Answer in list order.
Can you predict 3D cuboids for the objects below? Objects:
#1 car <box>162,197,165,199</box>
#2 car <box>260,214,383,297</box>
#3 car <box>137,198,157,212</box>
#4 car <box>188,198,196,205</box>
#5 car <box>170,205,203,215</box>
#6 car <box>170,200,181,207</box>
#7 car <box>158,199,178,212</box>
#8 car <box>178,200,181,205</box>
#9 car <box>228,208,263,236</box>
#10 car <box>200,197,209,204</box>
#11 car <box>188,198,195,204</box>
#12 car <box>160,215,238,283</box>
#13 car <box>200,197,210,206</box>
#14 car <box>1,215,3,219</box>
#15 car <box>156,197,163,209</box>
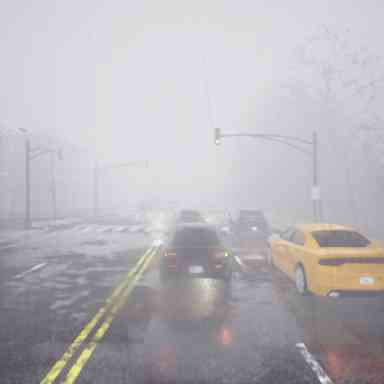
[{"bbox_3d":[-6.542,1.997,68.826,2.150,2.045,5.566,0,-1,0],"label":"car"},{"bbox_3d":[3.347,1.579,8.847,1.882,1.535,5.008,0,-1,0],"label":"car"},{"bbox_3d":[-6.616,2.017,47.823,1.882,1.535,5.008,0,-1,0],"label":"car"},{"bbox_3d":[-0.049,2.454,77.391,1.895,1.301,4.718,0,-1,0],"label":"car"},{"bbox_3d":[-0.222,1.765,21.040,1.812,1.442,4.674,0,-1,-5],"label":"car"},{"bbox_3d":[-3.291,2.357,67.356,1.895,1.301,4.718,0,-1,0],"label":"car"},{"bbox_3d":[-3.366,2.058,47.148,1.812,1.442,4.674,0,-1,0],"label":"car"},{"bbox_3d":[-3.365,2.169,57.197,1.812,1.442,4.674,0,-1,1],"label":"car"},{"bbox_3d":[3.339,1.734,20.181,1.837,1.490,4.892,0,-1,0],"label":"car"},{"bbox_3d":[3.196,2.162,87.339,2.097,1.767,4.553,0,-1,0],"label":"car"},{"bbox_3d":[-0.054,2.286,87.365,1.882,1.535,5.008,0,-1,0],"label":"car"},{"bbox_3d":[0.094,1.639,9.927,1.812,1.442,4.674,0,-1,0],"label":"car"},{"bbox_3d":[3.201,2.393,76.947,2.033,1.411,5.357,0,-1,0],"label":"car"},{"bbox_3d":[-19.708,2.103,29.217,5.357,1.411,2.033,-1,0,0],"label":"car"},{"bbox_3d":[-6.605,2.132,58.202,1.882,1.535,5.008,0,-1,0],"label":"car"}]
